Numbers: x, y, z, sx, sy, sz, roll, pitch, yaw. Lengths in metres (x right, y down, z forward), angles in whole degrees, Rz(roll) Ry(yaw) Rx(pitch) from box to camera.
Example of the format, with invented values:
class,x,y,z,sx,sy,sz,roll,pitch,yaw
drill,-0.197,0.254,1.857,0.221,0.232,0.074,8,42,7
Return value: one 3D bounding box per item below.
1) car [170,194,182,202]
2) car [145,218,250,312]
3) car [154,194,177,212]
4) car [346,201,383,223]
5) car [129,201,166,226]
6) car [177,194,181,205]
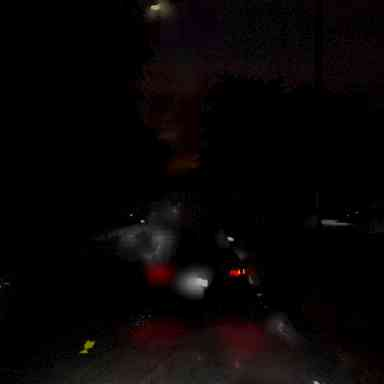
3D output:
class,x,y,z,sx,sy,sz,roll,pitch,yaw
car,-3.151,1.246,67.515,2.128,1.511,4.902,0,0,0
car,0.083,1.557,7.812,1.994,1.385,4.181,0,0,-1
car,-3.176,1.271,37.982,2.097,1.767,4.553,0,0,0
car,13.000,1.315,22.682,4.674,1.442,1.812,-1,1,2
car,-3.149,1.550,23.355,1.895,1.301,4.718,1,0,0
car,-3.180,1.457,51.831,1.895,1.301,4.718,0,0,0
